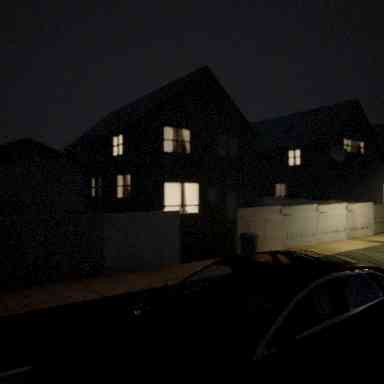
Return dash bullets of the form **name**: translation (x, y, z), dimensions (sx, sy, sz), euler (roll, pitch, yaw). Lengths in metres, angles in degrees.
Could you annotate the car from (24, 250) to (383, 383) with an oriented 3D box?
- **car**: translation (0.832, 1.491, 3.655), dimensions (4.902, 1.511, 2.128), euler (0, 0, -36)
